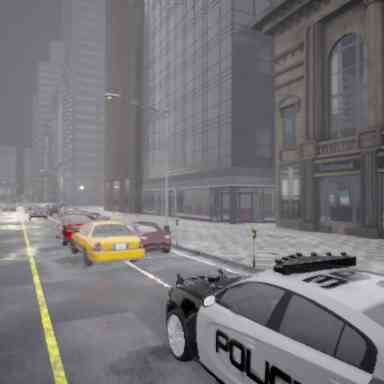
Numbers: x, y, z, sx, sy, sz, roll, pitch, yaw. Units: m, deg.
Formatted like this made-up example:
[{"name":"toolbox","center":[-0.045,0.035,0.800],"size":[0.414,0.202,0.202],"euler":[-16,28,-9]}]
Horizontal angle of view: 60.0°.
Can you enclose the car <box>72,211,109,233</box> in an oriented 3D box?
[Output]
[{"name":"car","center":[-7.552,2.125,24.503],"size":[1.802,1.307,4.206],"euler":[1,-1,-28]}]

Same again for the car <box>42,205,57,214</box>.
[{"name":"car","center":[-23.324,2.767,54.410],"size":[1.947,1.339,4.313],"euler":[1,-1,-28]}]

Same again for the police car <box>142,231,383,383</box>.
[{"name":"police car","center":[1.279,1.519,3.772],"size":[1.930,1.638,5.238],"euler":[1,-1,-28]}]

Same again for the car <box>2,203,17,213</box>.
[{"name":"car","center":[-31.177,2.751,56.959],"size":[1.837,1.490,4.892],"euler":[1,-2,-28]}]

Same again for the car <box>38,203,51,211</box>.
[{"name":"car","center":[-28.581,2.866,64.381],"size":[1.967,1.590,4.097],"euler":[0,-1,-28]}]

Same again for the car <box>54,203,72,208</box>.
[{"name":"car","center":[-12.810,2.199,34.475],"size":[1.967,1.590,4.097],"euler":[1,-1,-28]}]

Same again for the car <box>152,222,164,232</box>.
[{"name":"car","center":[-2.295,1.911,14.533],"size":[1.802,1.307,4.206],"euler":[1,-1,-28]}]

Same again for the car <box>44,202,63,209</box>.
[{"name":"car","center":[-18.067,2.293,44.446],"size":[2.192,1.841,5.009],"euler":[1,-1,-28]}]

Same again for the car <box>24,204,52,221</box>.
[{"name":"car","center":[-16.989,2.346,36.561],"size":[2.033,1.411,5.357],"euler":[1,-1,-27]}]

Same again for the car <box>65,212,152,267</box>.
[{"name":"car","center":[-3.421,1.740,12.686],"size":[1.801,1.575,5.366],"euler":[1,-1,-28]}]

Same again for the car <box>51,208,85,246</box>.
[{"name":"car","center":[-6.131,1.872,17.824],"size":[1.882,1.535,5.008],"euler":[1,-1,-28]}]
